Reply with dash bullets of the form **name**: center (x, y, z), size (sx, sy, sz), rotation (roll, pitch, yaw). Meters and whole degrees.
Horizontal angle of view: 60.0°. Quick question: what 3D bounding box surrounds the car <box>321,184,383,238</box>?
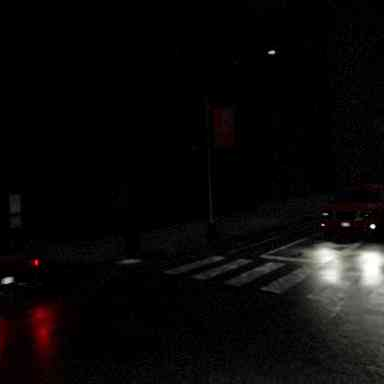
- **car**: center (7.637, 0.731, 14.933), size (2.150, 2.045, 5.566), rotation (-2, 2, 40)

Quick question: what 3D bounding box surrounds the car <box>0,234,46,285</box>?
- **car**: center (-6.157, 1.908, 9.634), size (4.718, 1.301, 1.895), rotation (-1, 1, 42)
